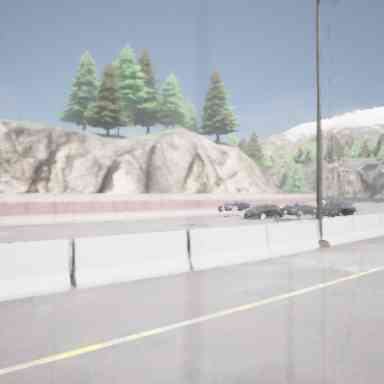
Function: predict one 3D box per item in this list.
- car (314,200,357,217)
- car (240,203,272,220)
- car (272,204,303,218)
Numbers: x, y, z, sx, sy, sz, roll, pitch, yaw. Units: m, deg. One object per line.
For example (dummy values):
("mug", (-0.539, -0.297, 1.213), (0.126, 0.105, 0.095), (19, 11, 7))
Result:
("car", (11.753, 1.454, 26.901), (4.892, 1.490, 1.837), (0, -1, -44))
("car", (6.906, 1.866, 31.947), (4.892, 1.490, 1.837), (0, -1, -44))
("car", (9.329, 1.539, 29.425), (4.181, 1.385, 1.994), (0, -1, -44))
